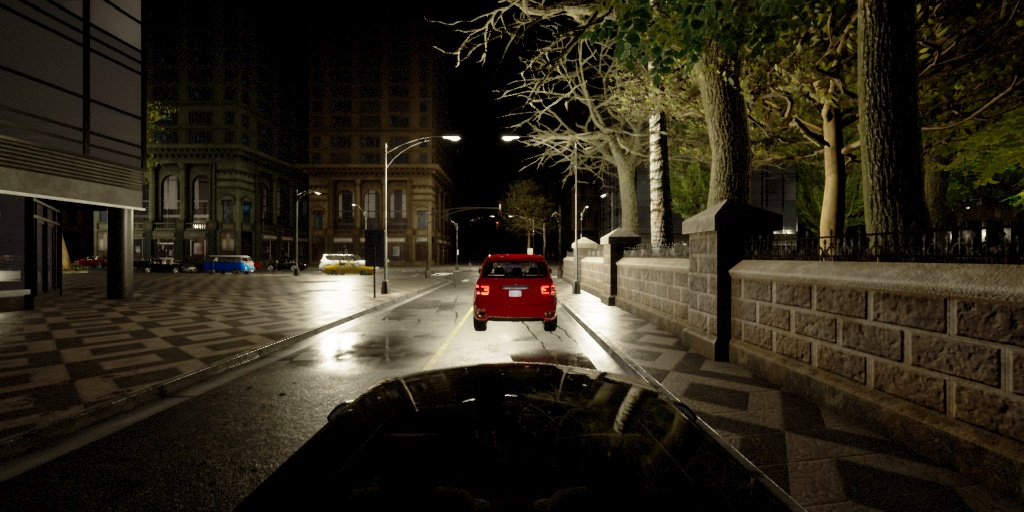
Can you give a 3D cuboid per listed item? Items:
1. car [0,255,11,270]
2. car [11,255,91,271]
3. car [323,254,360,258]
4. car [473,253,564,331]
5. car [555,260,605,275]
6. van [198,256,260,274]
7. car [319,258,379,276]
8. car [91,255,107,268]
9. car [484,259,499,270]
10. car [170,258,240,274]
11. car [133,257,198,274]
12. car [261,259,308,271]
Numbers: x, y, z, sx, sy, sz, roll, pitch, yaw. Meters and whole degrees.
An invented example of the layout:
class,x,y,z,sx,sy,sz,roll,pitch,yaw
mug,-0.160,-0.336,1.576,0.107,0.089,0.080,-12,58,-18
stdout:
class,x,y,z,sx,sy,sz,roll,pitch,yaw
car,-48.827,0.740,33.577,4.403,1.370,2.007,0,0,0
car,-43.040,0.798,33.544,4.829,1.417,1.751,0,0,0
car,-16.372,0.829,36.053,5.566,2.045,2.150,1,0,1
car,0.099,0.971,11.067,2.150,2.045,5.566,0,0,0
car,7.343,1.276,38.884,5.008,1.535,1.882,0,0,-4
van,-26.352,0.839,33.446,3.998,1.789,1.690,0,0,0
car,-14.941,1.145,33.380,4.829,1.417,1.751,0,0,0
car,-48.784,0.629,42.103,4.097,1.591,1.967,0,0,0
car,-3.119,1.220,54.058,2.033,1.411,5.357,0,0,-4
car,-30.832,0.990,36.136,5.357,1.411,2.033,1,0,0
car,-31.970,0.979,33.479,4.403,1.370,2.007,0,0,0
car,-26.312,1.064,41.972,4.313,1.339,1.948,0,0,0
